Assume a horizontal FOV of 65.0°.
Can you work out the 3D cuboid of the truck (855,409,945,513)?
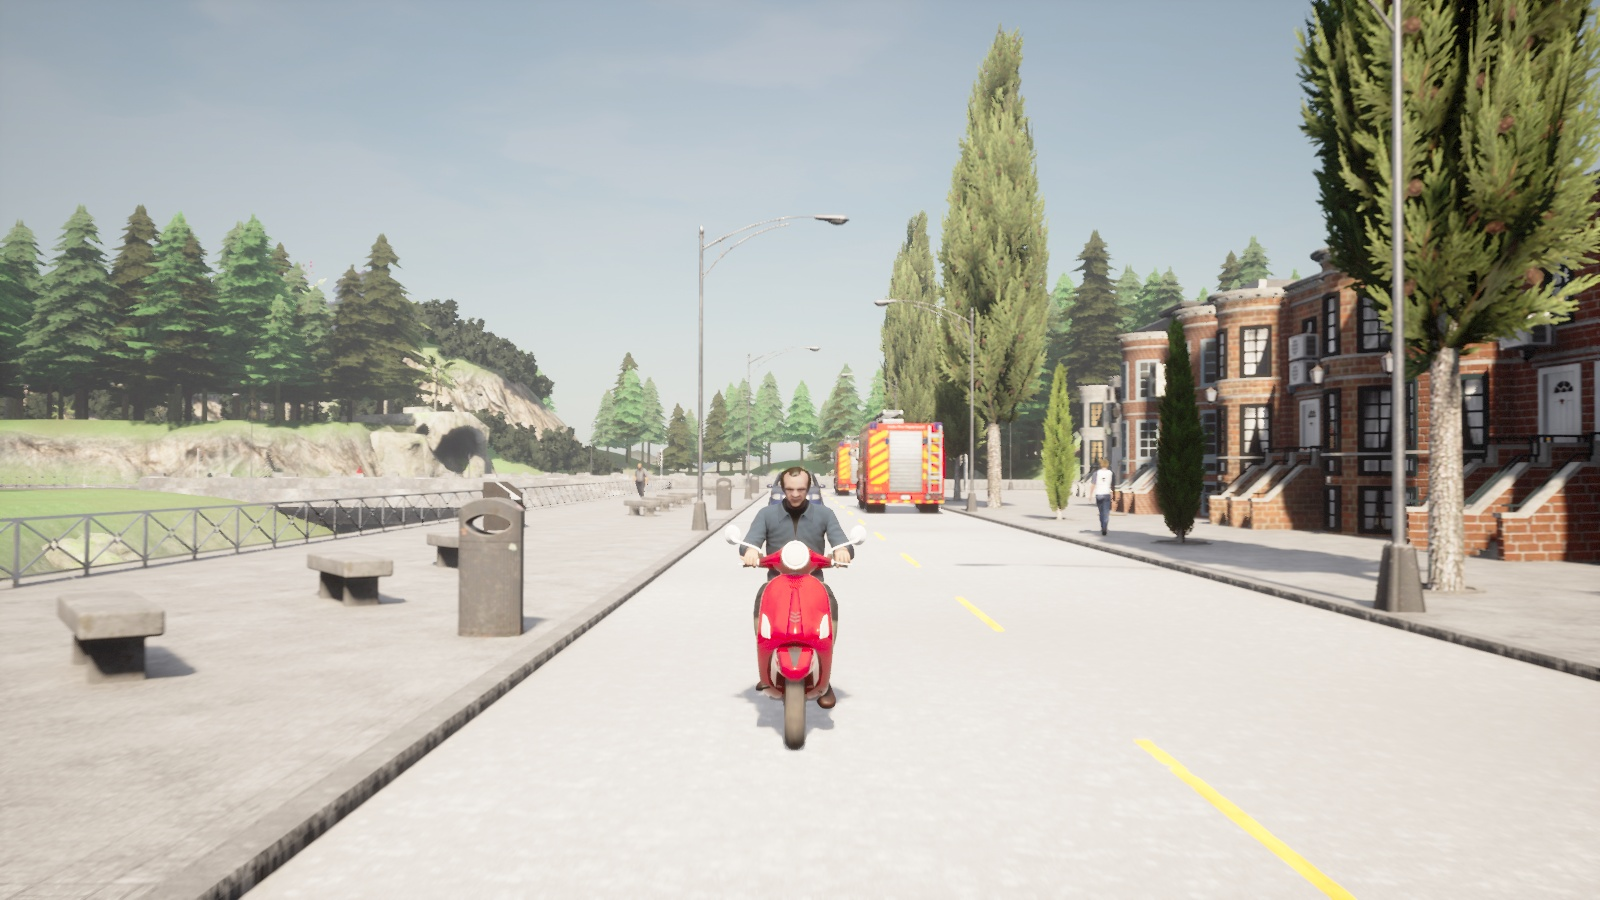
[{"bbox_3d":[3.860,0.476,50.452,2.891,3.827,8.468,0,-1,0],"label":"truck"}]

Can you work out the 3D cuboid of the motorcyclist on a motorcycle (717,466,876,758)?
[{"bbox_3d":[-0.021,0.898,7.773,0.866,1.590,1.817,0,-1,0],"label":"motorcyclist on a motorcycle"}]

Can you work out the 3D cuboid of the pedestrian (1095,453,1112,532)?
[{"bbox_3d":[7.117,0.987,29.457,0.354,1.836,0.706,0,-1,15],"label":"pedestrian"}]

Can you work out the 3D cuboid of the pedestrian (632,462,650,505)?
[{"bbox_3d":[-6.929,1.467,54.813,0.540,1.848,0.694,-1,-1,17],"label":"pedestrian"}]

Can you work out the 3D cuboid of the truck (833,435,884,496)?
[{"bbox_3d":[3.773,1.017,82.842,2.891,3.827,8.468,0,-1,0],"label":"truck"}]

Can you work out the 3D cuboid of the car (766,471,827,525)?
[{"bbox_3d":[-0.104,1.435,38.446,1.789,1.549,3.705,0,-1,0],"label":"car"}]
